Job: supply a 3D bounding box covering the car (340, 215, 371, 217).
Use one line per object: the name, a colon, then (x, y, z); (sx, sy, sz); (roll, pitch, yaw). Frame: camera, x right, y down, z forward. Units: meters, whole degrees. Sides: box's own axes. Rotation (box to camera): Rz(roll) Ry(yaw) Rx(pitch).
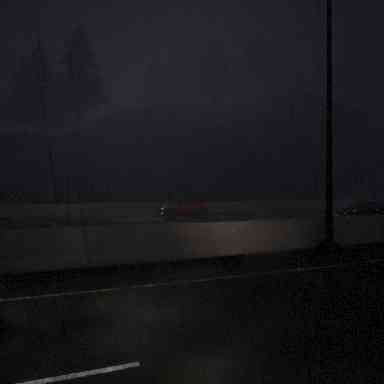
car: (14.768, 1.511, 28.860); (4.674, 1.442, 1.812); (0, 0, -29)
